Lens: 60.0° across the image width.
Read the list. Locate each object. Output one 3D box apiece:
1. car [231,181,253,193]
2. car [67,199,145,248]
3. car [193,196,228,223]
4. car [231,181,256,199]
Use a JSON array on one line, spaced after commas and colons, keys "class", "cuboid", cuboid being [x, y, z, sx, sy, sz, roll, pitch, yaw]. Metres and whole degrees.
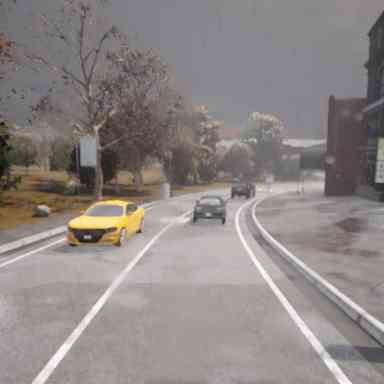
[{"class": "car", "cuboid": [8.037, -0.866, 52.968, 1.837, 1.490, 4.892, 4, 6, 28]}, {"class": "car", "cuboid": [-3.179, 1.095, 13.155, 1.882, 1.535, 5.008, 1, 2, 4]}, {"class": "car", "cuboid": [1.163, 0.948, 19.901, 1.812, 1.442, 4.674, 1, 2, 7]}, {"class": "car", "cuboid": [6.274, -0.279, 40.228, 2.150, 2.045, 5.566, 3, 4, 21]}]
